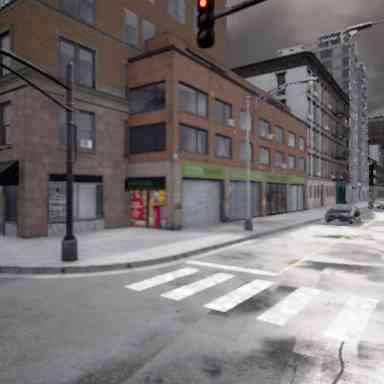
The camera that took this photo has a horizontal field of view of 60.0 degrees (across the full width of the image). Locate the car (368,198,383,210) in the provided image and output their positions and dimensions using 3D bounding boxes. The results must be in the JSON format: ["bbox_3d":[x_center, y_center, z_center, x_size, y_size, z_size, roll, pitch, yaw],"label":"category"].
[{"bbox_3d":[23.825,1.506,42.569,2.128,1.511,4.902,0,0,35],"label":"car"}]

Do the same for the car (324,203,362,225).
[{"bbox_3d":[11.415,1.560,24.943,2.033,1.411,5.357,0,0,35],"label":"car"}]
